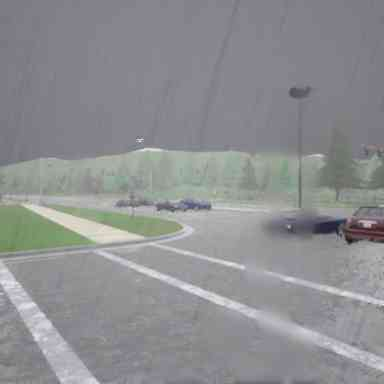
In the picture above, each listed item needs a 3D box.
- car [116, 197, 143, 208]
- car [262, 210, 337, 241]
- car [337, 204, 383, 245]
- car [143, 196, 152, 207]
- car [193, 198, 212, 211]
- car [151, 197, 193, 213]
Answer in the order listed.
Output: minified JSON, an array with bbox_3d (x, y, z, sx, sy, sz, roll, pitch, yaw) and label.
[{"bbox_3d":[-9.013,1.504,46.492,1.994,1.385,4.181,0,0,-34],"label":"car"},{"bbox_3d":[5.747,1.554,16.452,4.718,1.301,1.895,0,0,-36],"label":"car"},{"bbox_3d":[8.534,1.302,14.143,4.553,1.767,2.097,0,0,-36],"label":"car"},{"bbox_3d":[-6.402,1.417,48.875,2.128,1.511,4.902,0,0,-34],"label":"car"},{"bbox_3d":[0.341,1.404,39.138,1.882,1.535,5.008,0,0,-35],"label":"car"},{"bbox_3d":[-2.285,1.464,36.808,1.812,1.442,4.674,0,0,-35],"label":"car"}]
